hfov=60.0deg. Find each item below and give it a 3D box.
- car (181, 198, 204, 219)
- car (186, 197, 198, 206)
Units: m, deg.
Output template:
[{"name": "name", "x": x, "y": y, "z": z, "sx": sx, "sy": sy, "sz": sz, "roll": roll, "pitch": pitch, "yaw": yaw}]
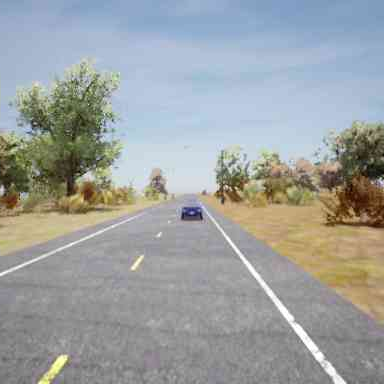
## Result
[{"name": "car", "x": 0.019, "y": 1.565, "z": 30.116, "sx": 1.882, "sy": 1.535, "sz": 5.008, "roll": 0, "pitch": 0, "yaw": 0}, {"name": "car", "x": 0.012, "y": 1.690, "z": 60.283, "sx": 1.994, "sy": 1.385, "sz": 4.181, "roll": 0, "pitch": 0, "yaw": 0}]
